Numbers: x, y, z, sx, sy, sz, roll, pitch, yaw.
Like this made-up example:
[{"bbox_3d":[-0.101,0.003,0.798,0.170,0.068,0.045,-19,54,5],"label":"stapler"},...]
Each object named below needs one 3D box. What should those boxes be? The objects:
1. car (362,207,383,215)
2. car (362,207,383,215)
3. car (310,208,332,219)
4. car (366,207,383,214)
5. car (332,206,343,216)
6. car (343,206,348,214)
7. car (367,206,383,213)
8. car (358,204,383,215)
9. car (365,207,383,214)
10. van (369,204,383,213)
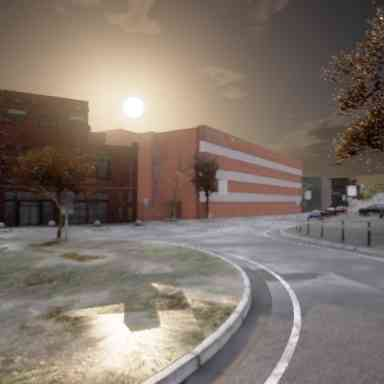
[{"bbox_3d":[37.596,3.793,67.812,5.008,1.535,2.097,-1,-2,32],"label":"car"},{"bbox_3d":[36.109,3.749,65.407,4.674,1.452,2.002,-1,-2,32],"label":"car"},{"bbox_3d":[19.348,3.306,50.644,2.033,1.411,5.357,-1,-2,33],"label":"car"},{"bbox_3d":[42.069,4.077,75.007,4.674,1.452,2.002,-1,-2,32],"label":"car"},{"bbox_3d":[25.637,3.589,60.675,1.882,1.535,5.008,-1,-2,32],"label":"car"},{"bbox_3d":[31.219,3.734,69.466,1.837,1.490,4.892,-1,-2,32],"label":"car"},{"bbox_3d":[43.530,4.147,77.425,4.792,1.488,2.163,-1,-2,32],"label":"car"},{"bbox_3d":[34.600,3.374,63.031,5.566,2.045,2.435,-1,-2,32],"label":"car"},{"bbox_3d":[40.575,3.996,72.609,4.674,1.452,2.002,-1,-2,32],"label":"car"},{"bbox_3d":[45.144,3.971,79.756,4.442,1.987,1.878,-1,-2,32],"label":"van"}]
